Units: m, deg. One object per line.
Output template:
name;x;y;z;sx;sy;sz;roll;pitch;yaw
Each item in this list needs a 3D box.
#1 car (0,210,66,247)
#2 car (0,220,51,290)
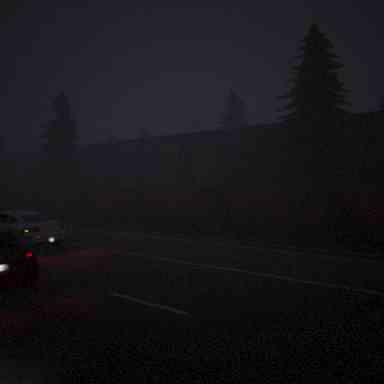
car;-6.882;1.446;13.176;4.674;1.442;1.812;0;0;35
car;-5.532;1.509;7.934;4.181;1.385;1.994;0;0;35
